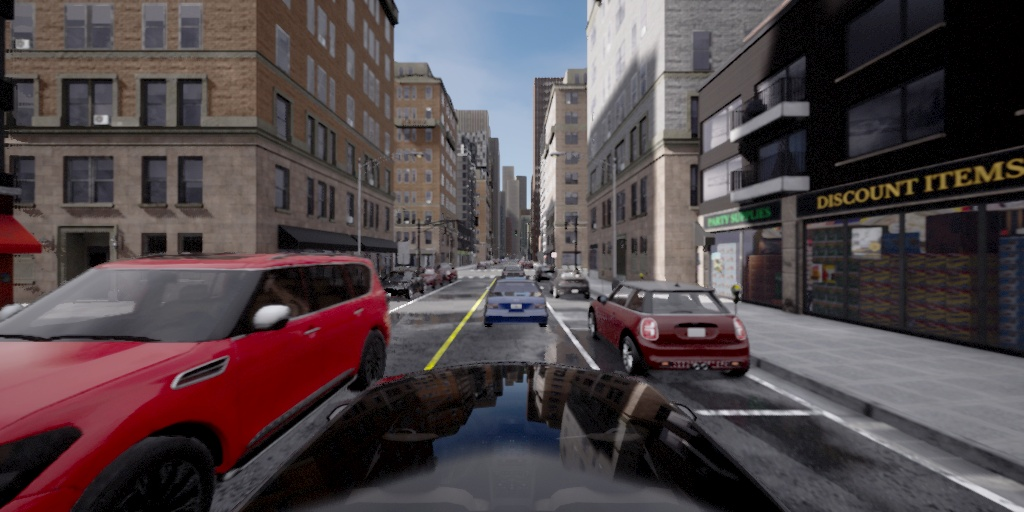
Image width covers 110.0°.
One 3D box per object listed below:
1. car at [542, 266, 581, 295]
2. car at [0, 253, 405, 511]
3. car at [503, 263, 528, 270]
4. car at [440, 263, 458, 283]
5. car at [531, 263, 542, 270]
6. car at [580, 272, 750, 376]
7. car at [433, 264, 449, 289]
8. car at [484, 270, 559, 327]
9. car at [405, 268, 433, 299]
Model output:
[{"bbox_3d":[2.866,1.380,18.491,2.007,1.370,4.403,0,0,0],"label":"car"},{"bbox_3d":[-3.110,0.981,3.837,2.150,2.045,5.566,0,0,0],"label":"car"},{"bbox_3d":[0.116,1.491,30.933,1.895,1.301,4.718,0,0,0],"label":"car"},{"bbox_3d":[-5.653,1.322,29.499,1.967,1.591,4.097,0,0,0],"label":"car"},{"bbox_3d":[2.872,1.449,29.494,1.948,1.339,4.313,0,0,0],"label":"car"},{"bbox_3d":[2.860,1.217,7.489,1.967,1.591,4.097,0,0,0],"label":"car"},{"bbox_3d":[-5.656,1.437,23.998,1.802,1.307,4.207,0,0,0],"label":"car"},{"bbox_3d":[0.106,1.344,11.692,2.033,1.411,5.357,0,0,0],"label":"car"},{"bbox_3d":[-5.659,1.395,18.496,1.948,1.339,4.313,0,0,0],"label":"car"}]
